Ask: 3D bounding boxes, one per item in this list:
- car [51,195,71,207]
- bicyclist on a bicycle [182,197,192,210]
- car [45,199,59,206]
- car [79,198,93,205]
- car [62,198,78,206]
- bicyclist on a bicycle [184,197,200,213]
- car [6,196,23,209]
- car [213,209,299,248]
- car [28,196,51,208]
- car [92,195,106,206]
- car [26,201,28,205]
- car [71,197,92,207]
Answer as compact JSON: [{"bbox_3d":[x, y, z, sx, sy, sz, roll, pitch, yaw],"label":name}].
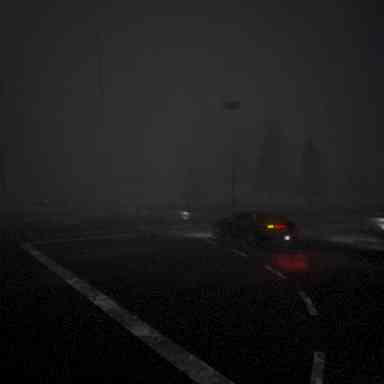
[{"bbox_3d":[-23.405,1.760,59.009,2.097,1.767,4.553,0,0,-31],"label":"car"},{"bbox_3d":[-0.587,1.430,42.691,0.582,1.620,1.656,-1,0,24],"label":"bicyclist on a bicycle"},{"bbox_3d":[-28.085,2.072,66.495,1.895,1.301,4.718,0,0,-31],"label":"car"},{"bbox_3d":[-22.755,1.960,71.196,1.812,1.442,4.674,0,0,-31],"label":"car"},{"bbox_3d":[-24.874,1.973,67.953,2.128,1.511,4.902,0,0,-31],"label":"car"},{"bbox_3d":[0.143,1.561,37.736,1.656,1.620,0.582,-1,0,-20],"label":"bicyclist on a bicycle"},{"bbox_3d":[-29.209,1.934,55.116,1.882,1.535,5.008,0,0,-31],"label":"car"},{"bbox_3d":[2.681,1.523,15.037,1.837,1.490,4.892,1,-1,-24],"label":"car"},{"bbox_3d":[-25.818,1.646,56.085,2.150,2.045,5.566,0,0,-31],"label":"car"},{"bbox_3d":[-18.060,1.587,63.539,2.150,2.045,5.566,0,0,-31],"label":"car"},{"bbox_3d":[-30.822,1.926,64.260,1.895,1.301,4.718,0,0,-31],"label":"car"},{"bbox_3d":[-20.181,1.943,60.408,1.994,1.385,4.181,0,0,-31],"label":"car"}]
